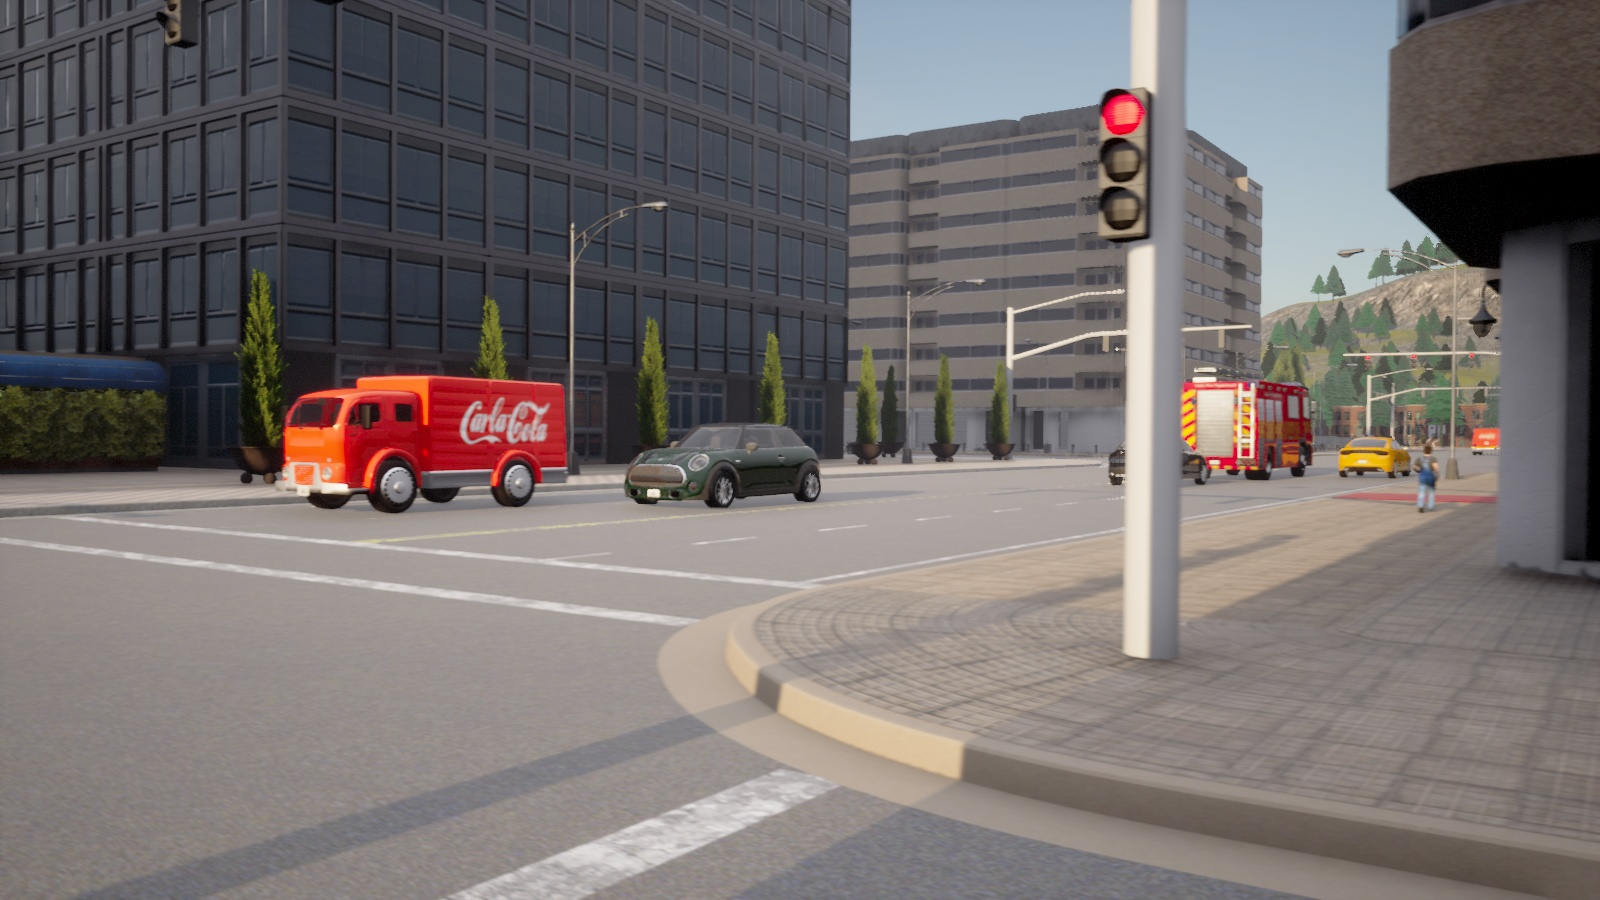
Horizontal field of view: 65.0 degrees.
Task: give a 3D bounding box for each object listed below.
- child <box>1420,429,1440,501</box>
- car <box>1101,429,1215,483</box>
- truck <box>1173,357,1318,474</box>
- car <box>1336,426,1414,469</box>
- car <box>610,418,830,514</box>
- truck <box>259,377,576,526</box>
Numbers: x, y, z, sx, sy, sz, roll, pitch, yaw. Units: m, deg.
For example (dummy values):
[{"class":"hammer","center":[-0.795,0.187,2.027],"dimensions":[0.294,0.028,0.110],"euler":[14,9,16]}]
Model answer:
[{"class":"child","center":[11.257,0.262,22.426],"dimensions":[0.270,1.263,0.437],"euler":[0,1,32]},{"class":"car","center":[10.739,0.128,37.397],"dimensions":[1.837,1.490,4.892],"euler":[0,1,34]},{"class":"truck","center":[16.349,-1.205,45.657],"dimensions":[2.891,3.827,8.468],"euler":[0,1,34]},{"class":"car","center":[21.738,-0.134,47.363],"dimensions":[1.882,1.535,5.008],"euler":[0,1,34]},{"class":"car","center":[-1.512,0.254,25.586],"dimensions":[2.097,1.767,4.553],"euler":[0,1,34]},{"class":"truck","center":[-7.031,-0.015,23.688],"dimensions":[2.627,2.467,5.204],"euler":[0,1,34]}]
